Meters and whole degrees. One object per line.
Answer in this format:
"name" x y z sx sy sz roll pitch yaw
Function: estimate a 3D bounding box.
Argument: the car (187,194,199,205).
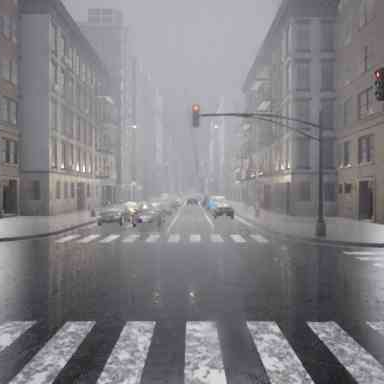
"car" 0.085 1.493 57.017 1.837 1.490 4.892 0 0 0

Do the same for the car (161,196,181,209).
"car" -2.845 1.554 42.712 1.994 1.385 4.181 0 0 1

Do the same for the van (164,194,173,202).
"van" -5.458 1.325 77.508 1.690 1.788 3.998 0 0 0

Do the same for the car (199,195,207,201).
"car" 2.634 1.528 82.917 1.887 1.381 4.507 0 0 0

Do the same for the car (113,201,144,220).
"car" -5.402 1.519 28.682 1.752 1.417 4.829 0 0 0

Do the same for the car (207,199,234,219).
"car" 2.632 1.544 28.855 2.008 1.369 4.403 0 0 0

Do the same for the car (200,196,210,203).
"car" 2.634 1.511 66.868 1.752 1.417 4.829 0 0 0

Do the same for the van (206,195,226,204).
"van" 2.632 1.333 34.261 1.690 1.788 3.998 0 0 0

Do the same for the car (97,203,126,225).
"car" -5.396 1.545 23.446 2.008 1.369 4.403 0 0 0

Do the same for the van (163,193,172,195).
"van" -5.446 1.327 66.695 1.690 1.788 3.998 0 0 0

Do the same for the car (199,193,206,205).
"car" 2.633 1.304 50.480 2.192 1.841 5.009 0 0 0

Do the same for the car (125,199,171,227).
"car" -2.854 1.486 22.815 2.128 1.511 4.902 0 0 0

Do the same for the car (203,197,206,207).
"car" 2.632 1.573 39.667 1.802 1.307 4.206 0 0 0

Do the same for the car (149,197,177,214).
"car" -2.853 1.540 32.698 2.033 1.411 5.357 0 0 0

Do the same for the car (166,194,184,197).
"car" -2.809 1.466 52.966 1.882 1.535 5.008 0 0 1

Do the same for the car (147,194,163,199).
"car" -5.421 1.430 45.071 1.967 1.590 4.097 0 0 0

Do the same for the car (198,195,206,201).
"car" 2.634 1.548 88.324 1.947 1.339 4.313 0 0 0

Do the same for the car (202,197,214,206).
"car" 2.633 1.554 55.886 1.947 1.339 4.313 0 0 0

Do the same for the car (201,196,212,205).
"car" 2.633 1.538 61.292 2.008 1.369 4.403 0 0 0
